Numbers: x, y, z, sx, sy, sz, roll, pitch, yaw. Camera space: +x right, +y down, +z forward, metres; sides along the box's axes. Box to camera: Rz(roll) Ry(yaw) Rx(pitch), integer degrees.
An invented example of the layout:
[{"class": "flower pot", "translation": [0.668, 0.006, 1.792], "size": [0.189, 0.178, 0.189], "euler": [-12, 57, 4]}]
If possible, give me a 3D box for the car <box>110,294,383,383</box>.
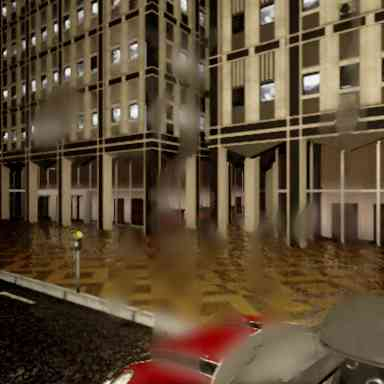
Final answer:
[{"class": "car", "translation": [1.201, 1.440, 2.022], "size": [4.097, 1.590, 1.967], "euler": [0, 0, 35]}]
